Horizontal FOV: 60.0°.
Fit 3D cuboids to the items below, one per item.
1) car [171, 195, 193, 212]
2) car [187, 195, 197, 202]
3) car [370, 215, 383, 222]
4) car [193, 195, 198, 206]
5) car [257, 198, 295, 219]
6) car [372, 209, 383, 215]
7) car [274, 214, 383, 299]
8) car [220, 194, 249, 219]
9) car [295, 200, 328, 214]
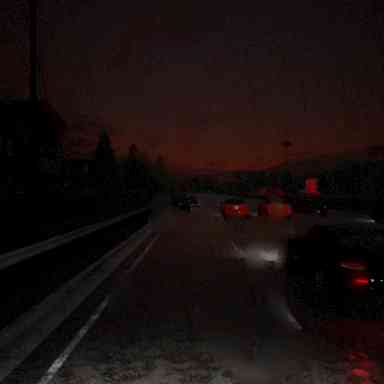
[{"bbox_3d":[-1.227,1.304,37.337,2.097,1.767,4.553,0,0,0],"label":"car"},{"bbox_3d":[-0.001,1.321,70.977,1.994,1.385,4.181,0,0,0],"label":"car"},{"bbox_3d":[7.101,1.588,10.019,1.895,1.301,4.718,0,0,0],"label":"car"},{"bbox_3d":[-0.001,1.480,54.061,2.033,1.411,5.357,0,0,0],"label":"car"},{"bbox_3d":[7.101,1.316,29.147,2.097,1.767,4.553,0,0,0],"label":"car"},{"bbox_3d":[14.100,1.520,22.107,2.033,1.411,5.357,0,0,0],"label":"car"},{"bbox_3d":[3.600,1.515,8.278,1.812,1.442,4.674,0,0,0],"label":"car"},{"bbox_3d":[3.601,1.316,29.088,2.097,1.767,4.553,0,0,0],"label":"car"},{"bbox_3d":[10.600,1.454,30.207,2.128,1.511,4.902,0,0,0],"label":"car"}]
